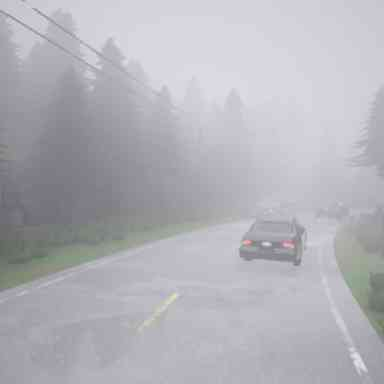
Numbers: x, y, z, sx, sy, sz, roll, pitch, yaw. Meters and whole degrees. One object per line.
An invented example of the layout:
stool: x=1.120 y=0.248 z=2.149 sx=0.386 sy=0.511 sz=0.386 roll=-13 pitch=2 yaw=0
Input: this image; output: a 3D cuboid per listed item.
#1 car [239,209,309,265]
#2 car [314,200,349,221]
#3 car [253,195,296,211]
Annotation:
car: x=3.079 y=1.574 z=11.981 sx=2.033 sy=1.411 sz=5.357 roll=1 pitch=0 yaw=21
car: x=12.315 y=1.477 z=29.172 sx=2.097 sy=1.767 sz=4.553 roll=1 pitch=0 yaw=35
car: x=6.855 y=1.280 z=27.178 sx=2.150 sy=2.045 sz=5.566 roll=1 pitch=0 yaw=32
